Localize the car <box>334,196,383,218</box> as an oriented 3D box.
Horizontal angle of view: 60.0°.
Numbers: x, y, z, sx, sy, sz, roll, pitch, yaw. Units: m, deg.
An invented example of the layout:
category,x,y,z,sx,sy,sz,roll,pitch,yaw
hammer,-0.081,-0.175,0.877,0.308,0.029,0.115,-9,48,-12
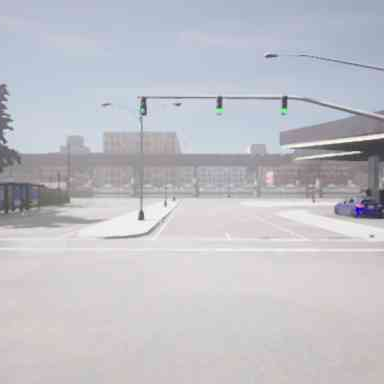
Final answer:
category,x,y,z,sx,sy,sz,roll,pitch,yaw
car,13.222,1.160,26.730,2.242,1.667,4.611,0,0,0
